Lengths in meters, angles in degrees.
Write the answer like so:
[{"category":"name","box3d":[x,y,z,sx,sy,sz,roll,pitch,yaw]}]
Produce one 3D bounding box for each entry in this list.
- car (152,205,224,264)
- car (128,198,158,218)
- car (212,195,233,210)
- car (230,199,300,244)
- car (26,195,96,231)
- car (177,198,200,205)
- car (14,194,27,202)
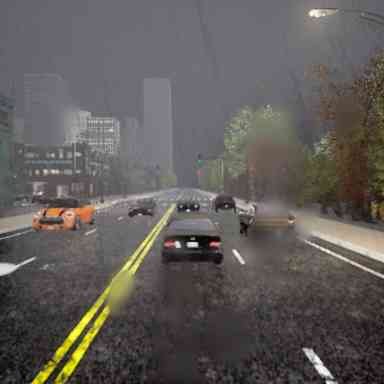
[{"category":"car","box3d":[-0.027,1.384,11.191,2.033,1.411,5.357,0,1,-1]},{"category":"car","box3d":[-3.700,1.172,26.045,2.033,1.411,5.357,0,1,-1]},{"category":"car","box3d":[2.915,1.028,31.010,1.882,1.535,5.008,0,1,-1]},{"category":"car","box3d":[3.169,1.277,14.553,2.128,1.511,4.902,0,1,-1]},{"category":"car","box3d":[-6.834,1.089,18.254,2.097,1.767,4.553,0,1,-1]},{"category":"car","box3d":[-0.307,1.178,29.245,1.895,1.301,4.718,0,1,-1]},{"category":"car","box3d":[-29.119,1.017,56.000,4.403,1.369,2.008,-1,2,-1]}]
